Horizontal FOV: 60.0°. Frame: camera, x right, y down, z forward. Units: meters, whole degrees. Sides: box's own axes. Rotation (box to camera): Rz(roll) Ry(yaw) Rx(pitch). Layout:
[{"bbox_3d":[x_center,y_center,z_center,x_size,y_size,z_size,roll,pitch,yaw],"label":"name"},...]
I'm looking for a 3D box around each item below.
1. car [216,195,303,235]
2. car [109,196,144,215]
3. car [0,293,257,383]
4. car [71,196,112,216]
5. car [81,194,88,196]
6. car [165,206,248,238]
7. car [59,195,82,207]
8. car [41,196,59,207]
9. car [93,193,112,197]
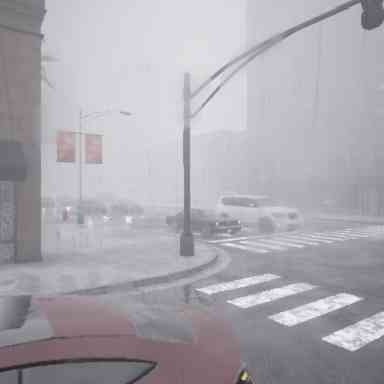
[{"bbox_3d":[3.622,1.200,19.196,2.150,2.045,5.566,0,0,-36],"label":"car"},{"bbox_3d":[-6.556,1.479,33.356,1.812,1.442,4.674,0,0,-36],"label":"car"},{"bbox_3d":[-1.624,1.526,2.017,4.674,1.442,1.812,0,0,-35],"label":"car"},{"bbox_3d":[-9.837,1.460,32.327,1.837,1.490,4.892,0,0,-36],"label":"car"},{"bbox_3d":[-21.522,1.244,65.473,2.097,1.767,4.553,0,0,-32],"label":"car"},{"bbox_3d":[0.529,1.584,17.927,1.895,1.301,4.718,0,0,-36],"label":"car"},{"bbox_3d":[-18.637,1.492,50.271,1.994,1.385,4.181,0,0,-36],"label":"car"},{"bbox_3d":[-21.358,1.467,48.491,1.837,1.490,4.892,0,0,-36],"label":"car"},{"bbox_3d":[-15.480,1.130,57.180,2.150,2.045,5.566,0,0,-36],"label":"car"}]
